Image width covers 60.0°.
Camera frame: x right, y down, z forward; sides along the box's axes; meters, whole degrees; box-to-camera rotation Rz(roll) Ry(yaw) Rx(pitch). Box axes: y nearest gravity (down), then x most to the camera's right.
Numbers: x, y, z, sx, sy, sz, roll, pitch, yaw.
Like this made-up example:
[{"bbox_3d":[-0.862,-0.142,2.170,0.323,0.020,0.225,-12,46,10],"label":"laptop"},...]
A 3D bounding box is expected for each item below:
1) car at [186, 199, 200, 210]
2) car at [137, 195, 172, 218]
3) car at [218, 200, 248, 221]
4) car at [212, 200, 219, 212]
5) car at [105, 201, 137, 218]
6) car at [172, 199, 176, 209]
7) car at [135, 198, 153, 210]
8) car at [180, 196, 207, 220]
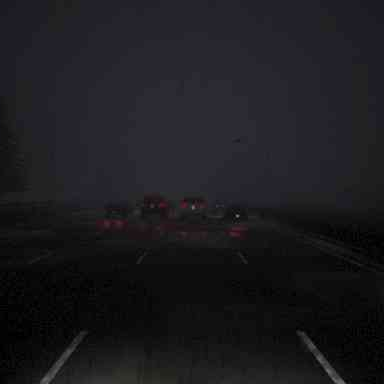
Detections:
[{"bbox_3d":[0.115,1.766,47.967,1.895,1.301,4.718,0,0,0],"label":"car"},{"bbox_3d":[-3.391,1.328,31.057,2.150,2.045,5.566,0,0,0],"label":"car"},{"bbox_3d":[3.524,1.601,27.934,1.837,1.490,4.892,0,0,1],"label":"car"},{"bbox_3d":[3.552,1.690,41.257,2.033,1.411,5.357,0,0,1],"label":"car"},{"bbox_3d":[-6.890,1.599,31.811,2.128,1.511,4.902,0,0,0],"label":"car"},{"bbox_3d":[-3.384,1.733,48.915,1.994,1.385,4.181,0,0,0],"label":"car"},{"bbox_3d":[-6.885,1.643,48.038,1.882,1.535,5.008,0,0,0],"label":"car"},{"bbox_3d":[0.109,1.323,29.511,2.150,2.045,5.566,0,0,0],"label":"car"}]
